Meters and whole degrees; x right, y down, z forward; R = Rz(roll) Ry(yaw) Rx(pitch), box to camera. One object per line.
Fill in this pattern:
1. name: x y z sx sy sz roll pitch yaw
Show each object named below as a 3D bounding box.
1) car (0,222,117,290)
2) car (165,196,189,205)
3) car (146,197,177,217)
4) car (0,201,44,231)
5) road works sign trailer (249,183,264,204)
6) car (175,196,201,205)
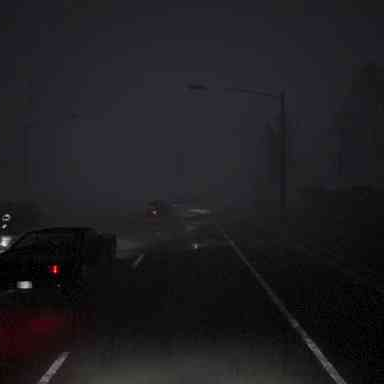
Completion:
1. car: -3.403 1.604 9.013 1.895 1.301 4.718 0 0 0
2. car: -2.742 1.520 61.829 1.882 1.535 5.008 -1 0 35
3. car: -3.007 1.508 31.627 1.837 1.490 4.892 -1 0 6
4. car: -10.549 1.359 19.440 2.097 1.767 4.553 0 0 1
5. road works sign trailer: 11.683 0.303 58.112 2.880 3.560 2.380 -1 0 -43
6. car: -0.270 1.495 59.265 2.128 1.511 4.902 -1 0 35
